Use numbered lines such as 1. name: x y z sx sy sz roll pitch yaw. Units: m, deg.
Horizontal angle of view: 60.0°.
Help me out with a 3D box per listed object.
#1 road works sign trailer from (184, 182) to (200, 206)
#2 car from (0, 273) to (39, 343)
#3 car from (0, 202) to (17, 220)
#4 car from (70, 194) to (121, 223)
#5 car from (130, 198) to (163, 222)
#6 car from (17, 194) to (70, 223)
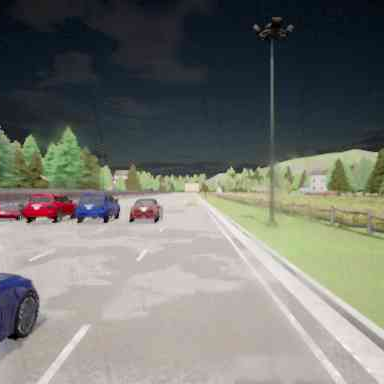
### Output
1. road works sign trailer: -0.003 0.309 50.584 2.380 3.560 2.880 0 0 0
2. car: -3.413 1.514 3.548 1.812 1.442 4.674 0 0 0
3. car: -13.901 1.482 26.571 1.994 1.385 4.181 0 0 0
4. car: -6.901 1.145 24.934 2.150 2.045 5.566 0 0 0
5. car: -3.402 1.273 25.565 2.097 1.767 4.553 0 0 0
6. car: -10.402 1.144 24.929 2.150 2.045 5.566 0 0 0
